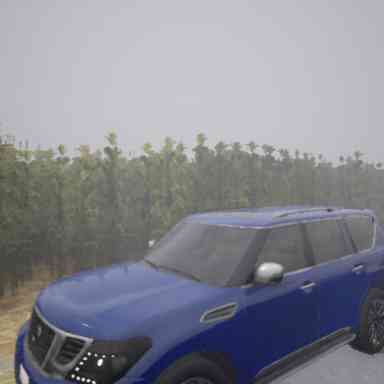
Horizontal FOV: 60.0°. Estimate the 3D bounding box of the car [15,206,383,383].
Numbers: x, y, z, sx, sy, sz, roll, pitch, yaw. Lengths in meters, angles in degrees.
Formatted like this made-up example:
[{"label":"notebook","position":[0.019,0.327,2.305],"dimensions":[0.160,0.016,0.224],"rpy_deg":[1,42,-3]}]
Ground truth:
[{"label":"car","position":[0.743,1.255,4.568],"dimensions":[5.566,2.045,2.150],"rpy_deg":[0,-1,-37]}]
